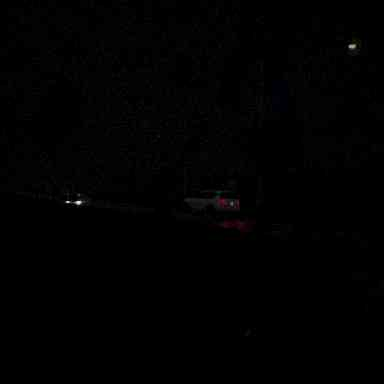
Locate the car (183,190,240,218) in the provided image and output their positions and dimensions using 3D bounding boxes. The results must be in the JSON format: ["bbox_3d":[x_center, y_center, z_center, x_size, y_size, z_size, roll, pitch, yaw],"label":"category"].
[{"bbox_3d":[1.440,0.882,26.700,2.150,2.045,5.566,1,1,-34],"label":"car"}]

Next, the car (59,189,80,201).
[{"bbox_3d":[-18.450,0.395,50.164,2.097,1.767,4.553,1,1,-35],"label":"car"}]
